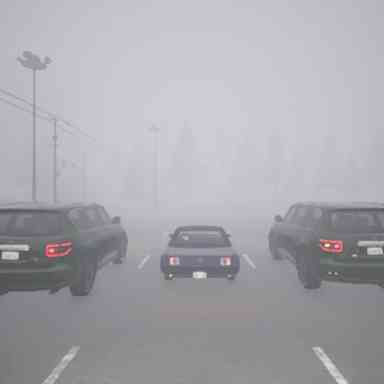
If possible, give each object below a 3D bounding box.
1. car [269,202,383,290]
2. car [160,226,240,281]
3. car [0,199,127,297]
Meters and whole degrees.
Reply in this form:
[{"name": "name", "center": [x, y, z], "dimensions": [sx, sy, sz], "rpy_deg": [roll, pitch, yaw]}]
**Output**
[{"name": "car", "center": [3.719, 1.274, 9.342], "dimensions": [2.150, 2.045, 5.566], "rpy_deg": [0, 0, 1]}, {"name": "car", "center": [0.233, 1.654, 9.963], "dimensions": [1.895, 1.301, 4.718], "rpy_deg": [0, 0, 1]}, {"name": "car", "center": [-3.293, 1.270, 8.843], "dimensions": [2.150, 2.045, 5.566], "rpy_deg": [0, 0, 1]}]
